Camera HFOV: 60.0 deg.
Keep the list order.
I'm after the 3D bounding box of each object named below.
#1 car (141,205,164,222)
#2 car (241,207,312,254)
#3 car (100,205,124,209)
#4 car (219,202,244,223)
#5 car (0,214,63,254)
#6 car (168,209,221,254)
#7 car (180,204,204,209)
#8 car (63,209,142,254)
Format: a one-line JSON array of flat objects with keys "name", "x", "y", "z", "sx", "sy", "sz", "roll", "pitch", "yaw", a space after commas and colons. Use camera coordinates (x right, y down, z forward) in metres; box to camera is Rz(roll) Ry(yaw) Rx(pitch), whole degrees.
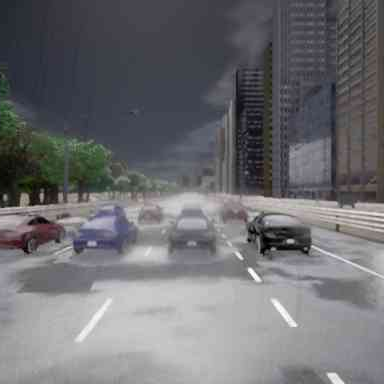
[{"name": "car", "x": -3.504, "y": 1.817, "z": 28.956, "sx": 1.812, "sy": 1.442, "sz": 4.674, "roll": 0, "pitch": 0, "yaw": 0}, {"name": "car", "x": 3.524, "y": 1.616, "z": 14.288, "sx": 1.882, "sy": 1.535, "sz": 5.008, "roll": 0, "pitch": 0, "yaw": 0}, {"name": "car", "x": -7.003, "y": 1.817, "z": 28.943, "sx": 1.812, "sy": 1.442, "sz": 4.674, "roll": 0, "pitch": 0, "yaw": 0}, {"name": "car", "x": 3.494, "y": 1.637, "z": 28.484, "sx": 2.097, "sy": 1.767, "sz": 4.553, "roll": 0, "pitch": -1, "yaw": 0}, {"name": "car", "x": -6.978, "y": 1.661, "z": 13.948, "sx": 1.812, "sy": 1.442, "sz": 4.674, "roll": 0, "pitch": 0, "yaw": 0}, {"name": "car", "x": 0.023, "y": 1.661, "z": 13.955, "sx": 1.812, "sy": 1.442, "sz": 4.674, "roll": 0, "pitch": 0, "yaw": 0}, {"name": "car", "x": -0.001, "y": 1.772, "z": 29.313, "sx": 1.882, "sy": 1.535, "sz": 5.008, "roll": 0, "pitch": 0, "yaw": 0}, {"name": "car", "x": -3.480, "y": 1.660, "z": 13.940, "sx": 1.812, "sy": 1.442, "sz": 4.674, "roll": 0, "pitch": 0, "yaw": 0}]
